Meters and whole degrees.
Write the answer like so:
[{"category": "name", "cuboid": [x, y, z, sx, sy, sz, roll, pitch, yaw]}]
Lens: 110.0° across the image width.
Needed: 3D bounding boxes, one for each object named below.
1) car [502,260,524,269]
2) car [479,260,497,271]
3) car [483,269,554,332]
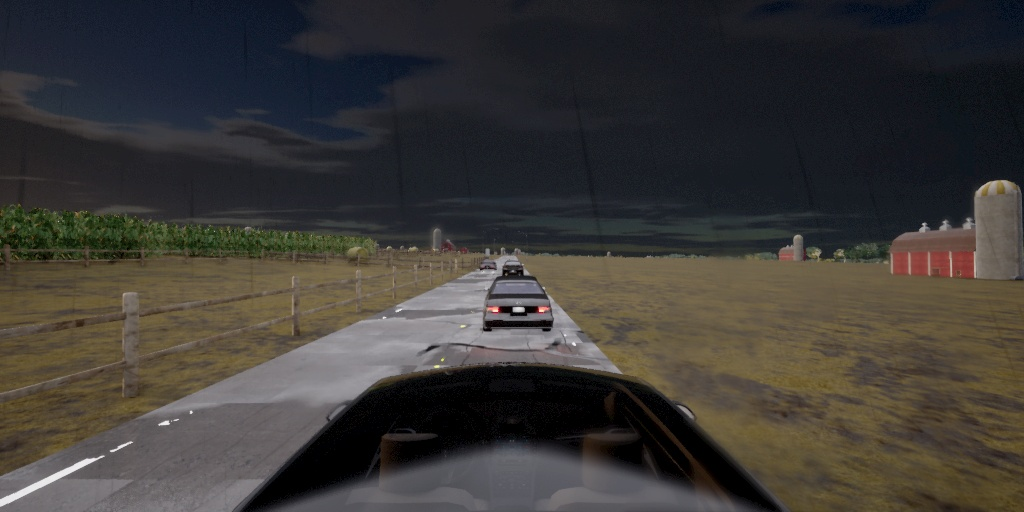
[{"category": "car", "cuboid": [0.083, 1.130, 33.055, 1.882, 1.535, 5.008, 0, 0, 0]}, {"category": "car", "cuboid": [-2.865, 1.145, 43.646, 1.994, 1.385, 4.181, 0, 0, 0]}, {"category": "car", "cuboid": [0.112, 1.289, 10.839, 2.033, 1.411, 5.357, 0, 0, -1]}]
